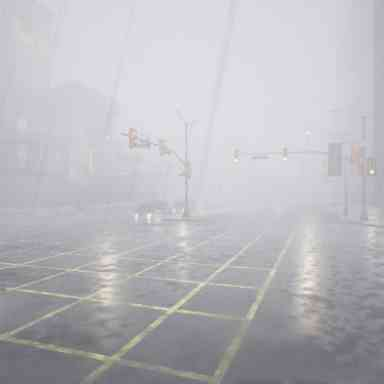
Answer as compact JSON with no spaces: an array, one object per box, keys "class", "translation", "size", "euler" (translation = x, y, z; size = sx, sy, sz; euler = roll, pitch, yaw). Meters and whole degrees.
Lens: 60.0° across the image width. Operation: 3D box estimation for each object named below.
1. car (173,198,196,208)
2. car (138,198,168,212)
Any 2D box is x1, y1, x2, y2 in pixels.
[{"class":"car","translation":[-1.048,1.601,48.402],"size":[1.895,1.301,4.718],"euler":[0,0,20]},{"class":"car","translation":[-4.493,1.478,38.786],"size":[1.882,1.535,5.008],"euler":[0,0,22]}]
